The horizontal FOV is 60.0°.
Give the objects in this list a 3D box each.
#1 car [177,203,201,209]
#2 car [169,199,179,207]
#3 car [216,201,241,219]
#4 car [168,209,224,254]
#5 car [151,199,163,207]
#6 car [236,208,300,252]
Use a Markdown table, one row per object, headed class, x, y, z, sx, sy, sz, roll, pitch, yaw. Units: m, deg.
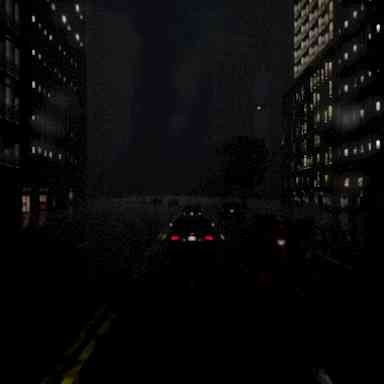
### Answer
| class | x | y | z | sx | sy | sz | roll | pitch | yaw |
| --- | --- | --- | --- | --- | --- | --- | --- | --- | --- |
| car | -0.005 | 1.802 | 28.985 | 2.033 | 1.411 | 5.357 | 0 | 0 | 0 |
| car | -3.285 | 2.059 | 62.051 | 2.033 | 1.411 | 5.357 | 0 | 0 | 1 |
| car | 3.247 | 1.606 | 29.074 | 2.097 | 1.767 | 4.553 | 0 | -1 | 0 |
| car | -0.002 | 1.673 | 13.985 | 2.033 | 1.411 | 5.357 | 0 | 0 | 0 |
| car | -6.552 | 2.018 | 62.466 | 1.837 | 1.490 | 4.892 | 0 | 0 | 1 |
| car | 3.253 | 1.655 | 14.394 | 1.812 | 1.442 | 4.674 | 0 | 0 | 0 |
